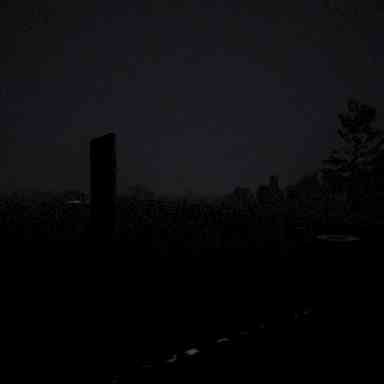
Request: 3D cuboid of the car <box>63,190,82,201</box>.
[{"bbox_3d":[-18.011,0.424,50.328,1.882,1.535,5.008,-2,2,-35],"label":"car"}]
